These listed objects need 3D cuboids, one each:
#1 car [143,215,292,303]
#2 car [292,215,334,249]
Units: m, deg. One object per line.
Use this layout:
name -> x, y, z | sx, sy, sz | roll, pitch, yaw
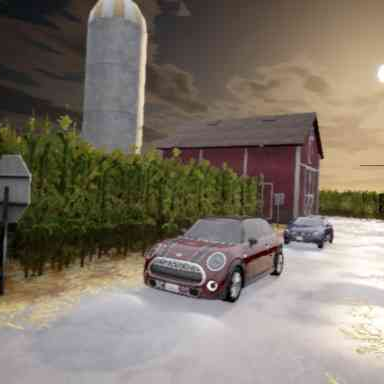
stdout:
car -> 0.806, 1.415, 8.630 | 2.097, 1.767, 4.553 | 3, 0, 32
car -> 6.204, 1.964, 17.385 | 1.812, 1.442, 4.674 | 3, -1, 31
